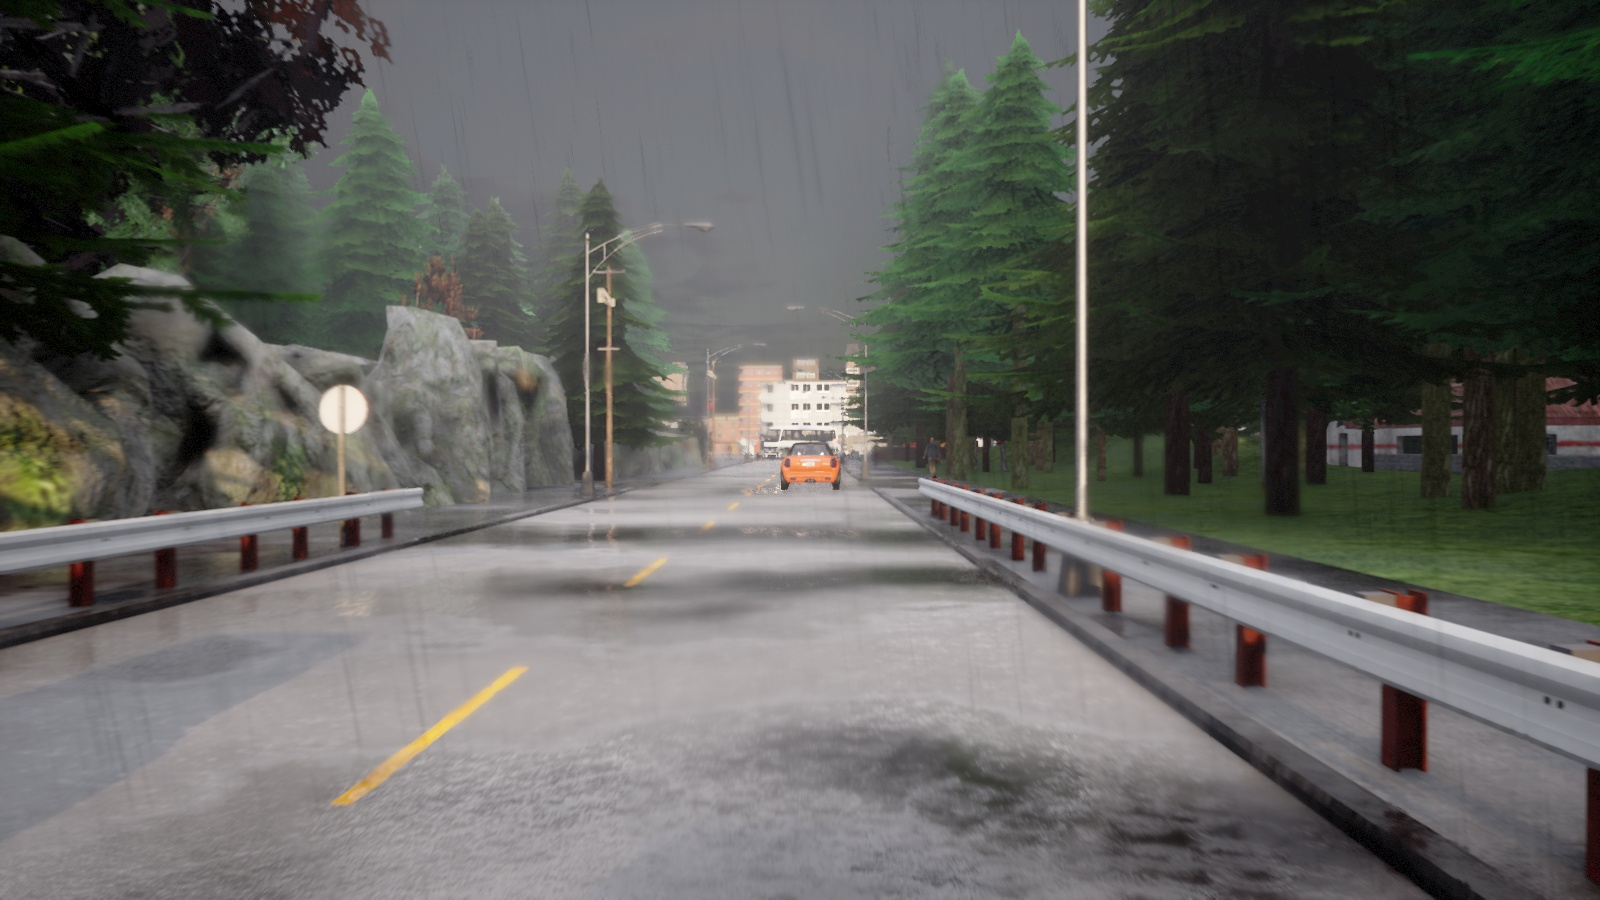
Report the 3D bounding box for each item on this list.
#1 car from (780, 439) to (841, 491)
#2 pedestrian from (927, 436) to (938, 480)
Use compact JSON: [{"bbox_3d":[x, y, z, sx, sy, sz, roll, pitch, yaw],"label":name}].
[{"bbox_3d":[0.384,0.495,45.250,2.097,1.767,4.553,0,0,1],"label":"car"},{"bbox_3d":[5.662,0.330,53.575,0.402,1.842,0.726,0,0,-1],"label":"pedestrian"}]
